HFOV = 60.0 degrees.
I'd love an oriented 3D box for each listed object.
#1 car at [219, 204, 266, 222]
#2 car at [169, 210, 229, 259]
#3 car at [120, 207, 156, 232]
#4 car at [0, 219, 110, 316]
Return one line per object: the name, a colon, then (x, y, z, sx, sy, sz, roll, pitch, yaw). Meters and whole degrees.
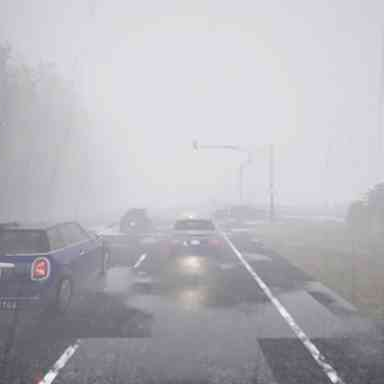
car: (4.209, 1.757, 28.673, 5.357, 1.411, 2.033, 1, -1, -45)
car: (0.095, 1.642, 12.925, 2.033, 1.411, 5.357, 0, 0, 0)
car: (-3.406, 1.680, 21.412, 1.812, 1.442, 4.674, 0, 0, 0)
car: (-3.402, 1.410, 7.805, 2.097, 1.767, 4.553, 0, 0, 0)
